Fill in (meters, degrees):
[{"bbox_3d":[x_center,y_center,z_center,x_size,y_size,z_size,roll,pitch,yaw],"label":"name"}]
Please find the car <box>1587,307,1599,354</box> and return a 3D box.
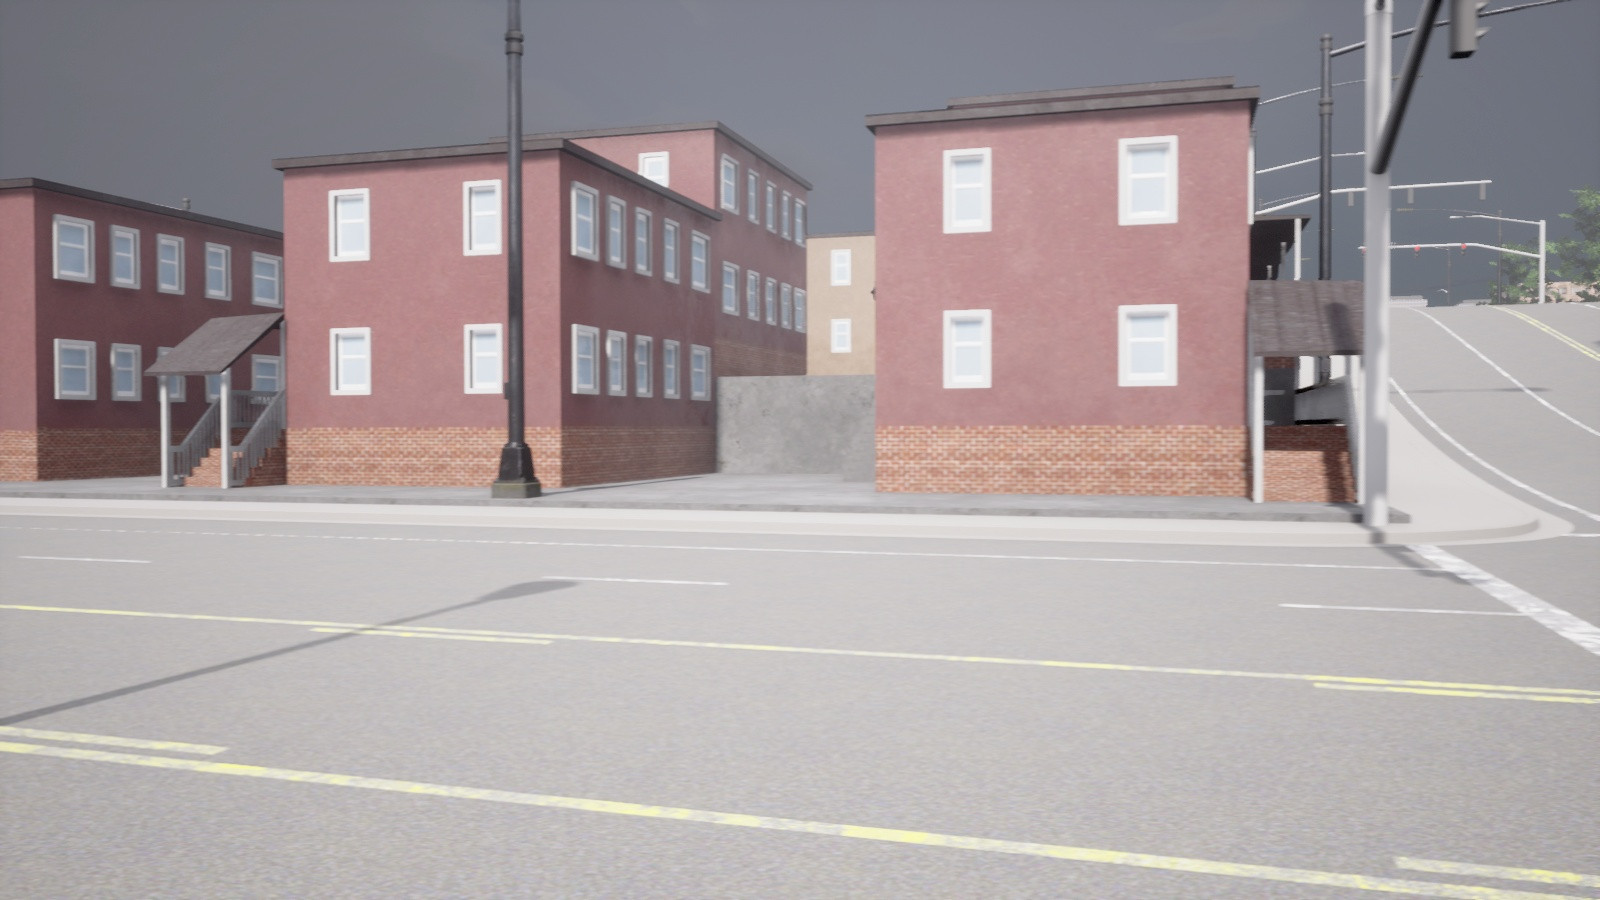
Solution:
[{"bbox_3d":[29.363,-3.953,43.679,2.163,1.488,4.792,1,13,18],"label":"car"}]
